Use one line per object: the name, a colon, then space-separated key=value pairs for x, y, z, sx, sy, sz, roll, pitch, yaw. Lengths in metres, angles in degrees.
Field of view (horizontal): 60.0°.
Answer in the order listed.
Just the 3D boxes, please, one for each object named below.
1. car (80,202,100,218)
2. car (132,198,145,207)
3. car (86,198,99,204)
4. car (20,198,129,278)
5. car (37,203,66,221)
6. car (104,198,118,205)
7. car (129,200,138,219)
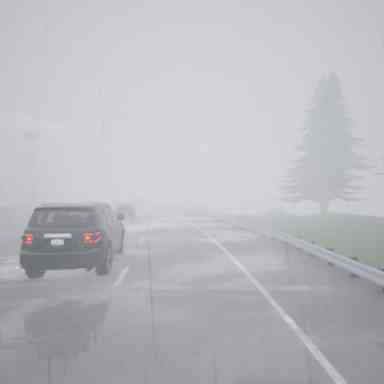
car: x=-10.830 y=1.899 z=35.522 sx=1.812 sy=1.442 sz=4.674 roll=0 pitch=0 yaw=-14
car: x=-10.118 y=1.880 z=60.659 sx=2.097 sy=1.767 sz=4.553 roll=-1 pitch=0 yaw=-21
car: x=-27.264 y=2.349 z=91.020 sx=1.882 sy=1.535 sz=5.008 roll=0 pitch=0 yaw=-35
car: x=-3.529 y=1.340 z=10.826 sx=2.150 sy=2.045 sz=5.566 roll=0 pitch=0 yaw=-5
car: x=-13.835 y=1.901 z=33.027 sx=1.837 sy=1.490 sz=4.892 roll=0 pitch=0 yaw=-13
car: x=-18.626 y=2.211 z=76.416 sx=1.812 sy=1.442 sz=4.674 roll=-1 pitch=0 yaw=-29
car: x=-6.512 y=1.801 z=32.070 sx=1.837 sy=1.490 sz=4.892 roll=0 pitch=0 yaw=-12
